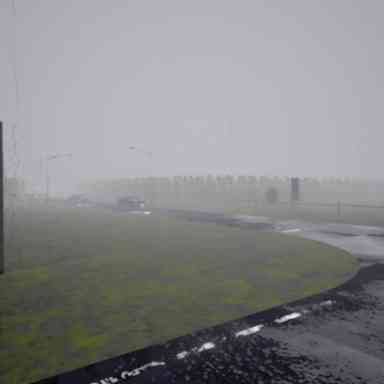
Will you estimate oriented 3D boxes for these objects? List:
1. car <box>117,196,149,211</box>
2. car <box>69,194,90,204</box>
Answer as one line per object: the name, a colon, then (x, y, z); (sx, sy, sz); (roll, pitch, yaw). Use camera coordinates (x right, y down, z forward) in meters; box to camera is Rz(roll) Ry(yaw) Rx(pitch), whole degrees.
car: (-6.344, 1.154, 35.286); (2.128, 1.511, 4.902); (-1, 1, -35)
car: (-17.389, 1.086, 51.061); (2.033, 1.411, 5.357); (-1, 1, -35)
